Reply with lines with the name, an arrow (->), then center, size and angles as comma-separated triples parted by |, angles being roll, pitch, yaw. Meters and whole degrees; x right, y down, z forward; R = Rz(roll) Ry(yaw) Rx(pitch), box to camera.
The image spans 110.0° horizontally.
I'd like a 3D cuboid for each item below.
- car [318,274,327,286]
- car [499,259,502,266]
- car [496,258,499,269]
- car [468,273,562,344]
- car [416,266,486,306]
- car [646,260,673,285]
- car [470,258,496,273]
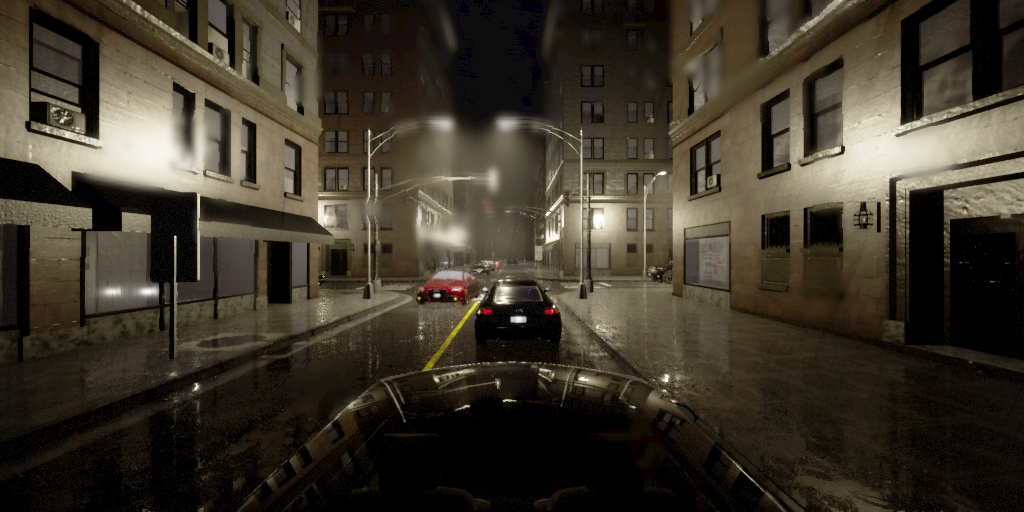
car -> -14.079, 1.387, 21.971 | 4.718, 1.301, 1.895 | 0, 0, 0
car -> -3.067, 1.094, 55.948 | 2.097, 1.767, 4.553 | 0, 0, -1
car -> -3.083, 1.294, 46.235 | 2.033, 1.411, 5.357 | 0, 0, 0
car -> 0.117, 1.314, 9.592 | 1.994, 1.385, 4.181 | 0, 0, -1
car -> -2.630, 1.313, 15.647 | 1.994, 1.385, 4.181 | 0, 0, 7
car -> 12.462, 0.935, 25.249 | 5.566, 2.045, 2.150 | 0, 0, 0
car -> -3.083, 1.240, 36.420 | 2.128, 1.511, 4.902 | 0, 0, 0
